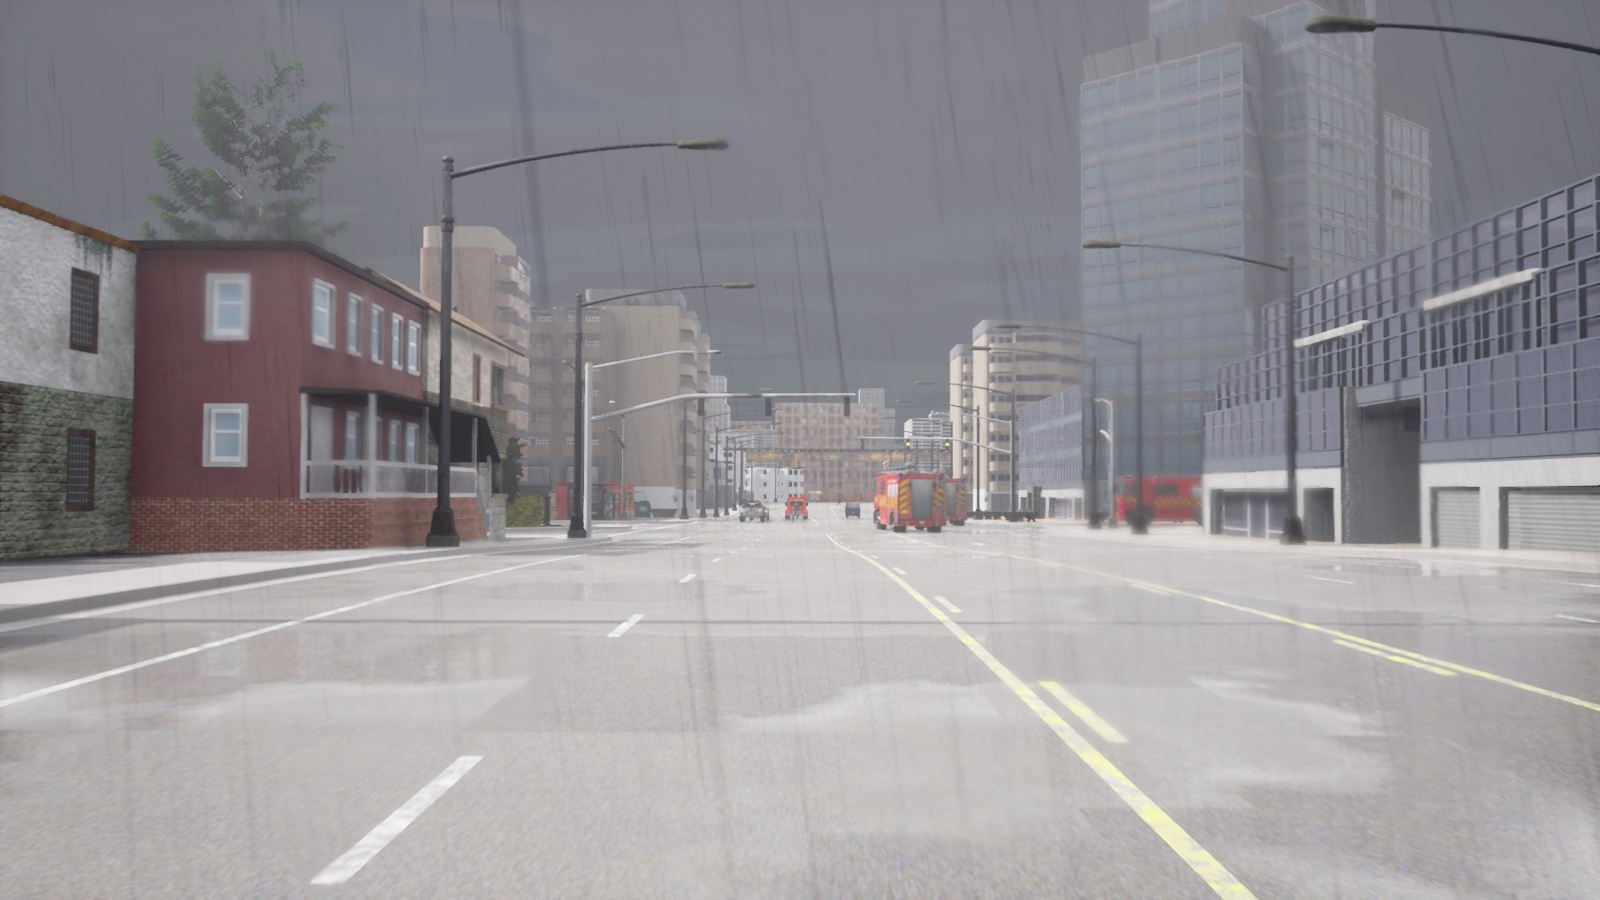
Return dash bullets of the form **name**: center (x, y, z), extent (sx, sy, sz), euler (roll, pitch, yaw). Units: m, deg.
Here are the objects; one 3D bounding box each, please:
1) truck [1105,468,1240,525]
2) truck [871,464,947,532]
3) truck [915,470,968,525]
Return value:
- **truck**: center (25.789, 3.204, 87.167), extent (8.468, 3.827, 2.891), euler (0, -2, 0)
- **truck**: center (6.379, 2.852, 74.805), extent (2.891, 3.827, 8.468), euler (0, -2, -6)
- **truck**: center (10.279, 3.480, 92.145), extent (2.891, 3.827, 8.468), euler (0, -2, 0)
